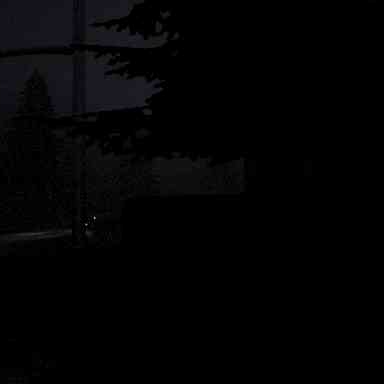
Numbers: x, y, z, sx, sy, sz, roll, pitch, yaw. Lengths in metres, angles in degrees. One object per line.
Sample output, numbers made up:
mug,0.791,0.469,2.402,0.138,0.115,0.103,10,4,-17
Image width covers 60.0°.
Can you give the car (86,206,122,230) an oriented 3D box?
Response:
car,-4.935,1.586,21.338,1.895,1.301,4.718,0,0,36
